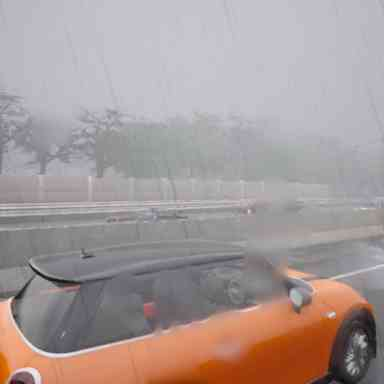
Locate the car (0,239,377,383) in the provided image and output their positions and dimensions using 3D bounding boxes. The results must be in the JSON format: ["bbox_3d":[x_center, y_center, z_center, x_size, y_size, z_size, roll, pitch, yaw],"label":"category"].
[{"bbox_3d":[0.163,1.352,3.859,4.553,1.767,2.097,0,0,-35],"label":"car"}]

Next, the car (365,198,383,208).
[{"bbox_3d":[27.159,1.617,48.785,4.181,1.385,1.994,0,0,-34],"label":"car"}]

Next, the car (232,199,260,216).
[{"bbox_3d":[6.129,1.482,33.191,5.008,1.535,1.882,0,0,-38],"label":"car"}]

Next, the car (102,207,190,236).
[{"bbox_3d":[-2.592,1.599,19.328,4.718,1.301,1.895,0,0,-35],"label":"car"}]

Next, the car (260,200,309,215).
[{"bbox_3d":[9.160,1.512,31.914,4.892,1.490,1.837,0,0,-35],"label":"car"}]

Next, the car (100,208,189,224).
[{"bbox_3d":[-1.914,1.599,15.516,4.718,1.301,1.895,0,0,-35],"label":"car"}]
